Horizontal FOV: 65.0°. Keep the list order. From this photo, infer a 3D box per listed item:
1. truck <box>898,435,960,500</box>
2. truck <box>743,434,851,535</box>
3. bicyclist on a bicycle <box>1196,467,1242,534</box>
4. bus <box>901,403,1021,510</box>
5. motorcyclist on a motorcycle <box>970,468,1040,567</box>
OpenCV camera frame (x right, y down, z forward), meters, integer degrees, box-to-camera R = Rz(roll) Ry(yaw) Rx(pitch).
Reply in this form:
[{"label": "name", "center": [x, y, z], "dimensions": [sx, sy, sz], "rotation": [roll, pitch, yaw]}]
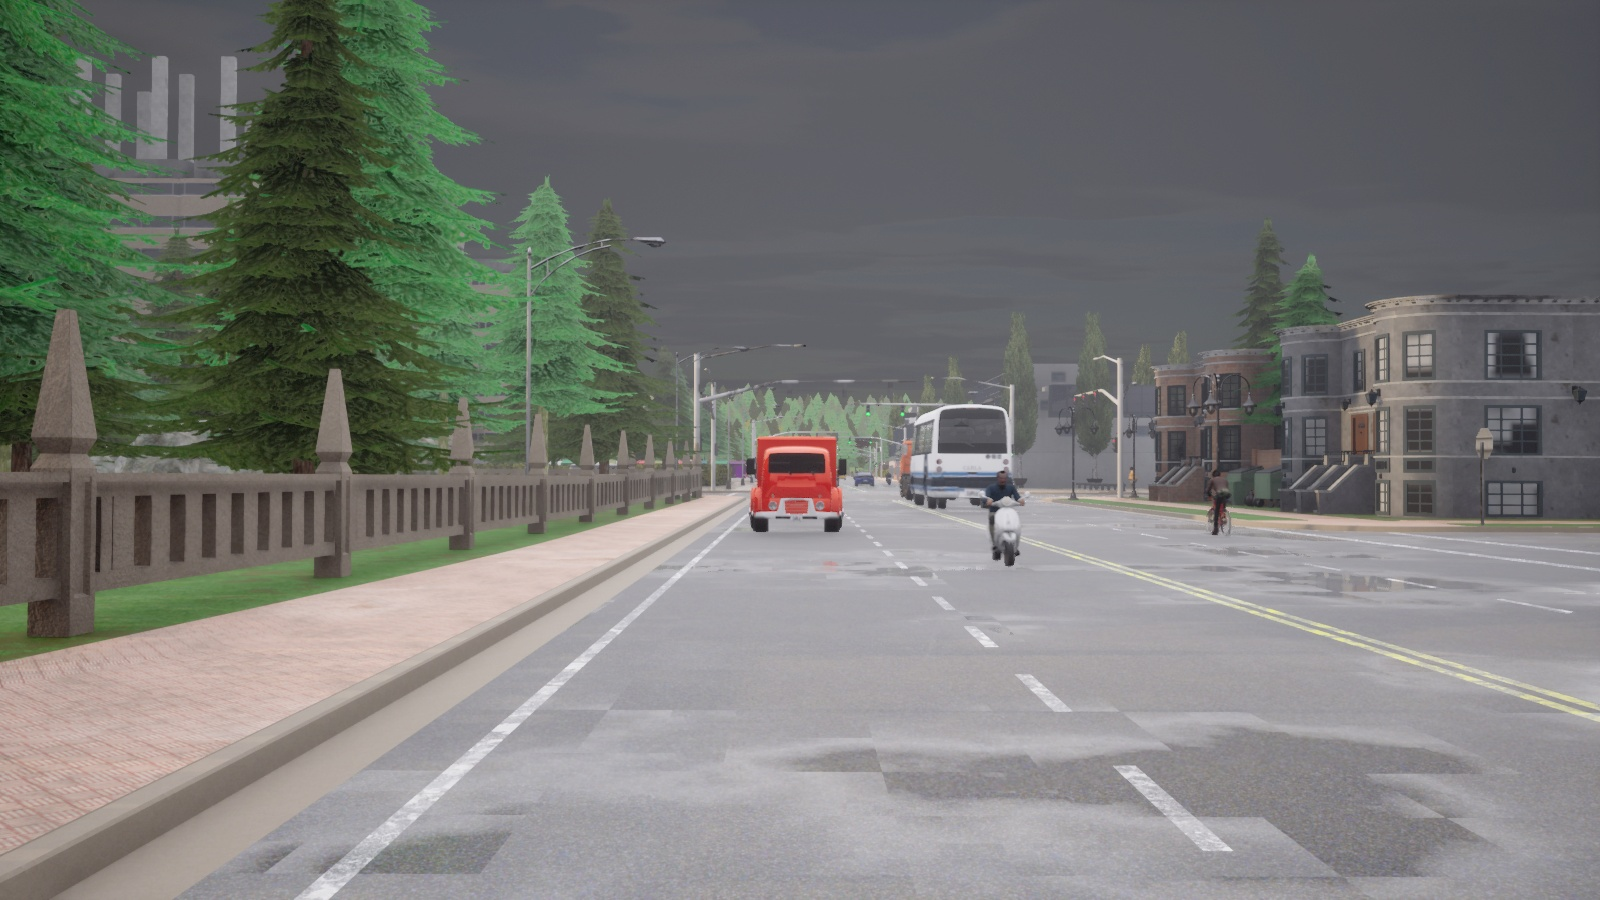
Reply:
[{"label": "truck", "center": [7.261, 1.002, 71.534], "dimensions": [2.891, 3.462, 7.936], "rotation": [0, -1, 1]}, {"label": "truck", "center": [-0.086, 0.885, 33.269], "dimensions": [2.627, 2.467, 5.204], "rotation": [0, -1, 0]}, {"label": "bicyclist on a bicycle", "center": [10.421, 1.249, 31.260], "dimensions": [0.582, 1.620, 1.656], "rotation": [0, -1, 0]}, {"label": "bus", "center": [6.854, 0.340, 55.504], "dimensions": [3.944, 4.253, 10.273], "rotation": [0, -1, 0]}, {"label": "motorcyclist on a motorcycle", "center": [3.446, 1.111, 21.268], "dimensions": [0.866, 1.590, 1.817], "rotation": [0, -1, 0]}]
